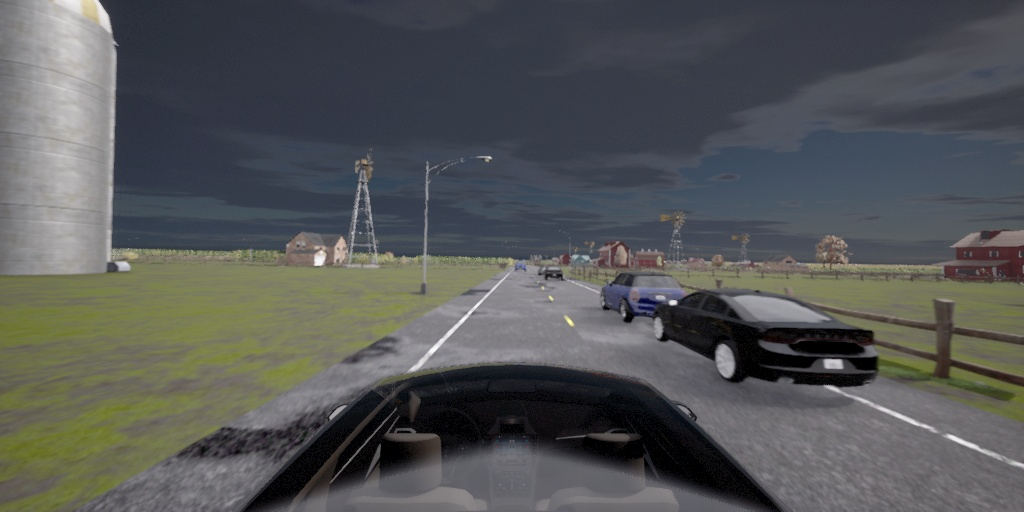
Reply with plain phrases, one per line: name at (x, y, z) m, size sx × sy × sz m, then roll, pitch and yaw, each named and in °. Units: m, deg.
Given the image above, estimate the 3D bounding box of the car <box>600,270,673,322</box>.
car at (4.764, 1.361, 13.515) m, size 2.097 × 1.767 × 4.553 m, roll 1°, pitch -1°, yaw 1°

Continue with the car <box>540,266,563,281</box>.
car at (4.434, 1.820, 39.146) m, size 1.882 × 1.535 × 5.008 m, roll 1°, pitch -1°, yaw 2°

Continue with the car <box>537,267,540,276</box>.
car at (4.653, 2.066, 50.102) m, size 1.994 × 1.385 × 4.181 m, roll 1°, pitch -1°, yaw 2°

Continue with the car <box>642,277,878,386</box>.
car at (4.609, 1.409, 7.546) m, size 1.882 × 1.535 × 5.008 m, roll 1°, pitch -1°, yaw 1°
